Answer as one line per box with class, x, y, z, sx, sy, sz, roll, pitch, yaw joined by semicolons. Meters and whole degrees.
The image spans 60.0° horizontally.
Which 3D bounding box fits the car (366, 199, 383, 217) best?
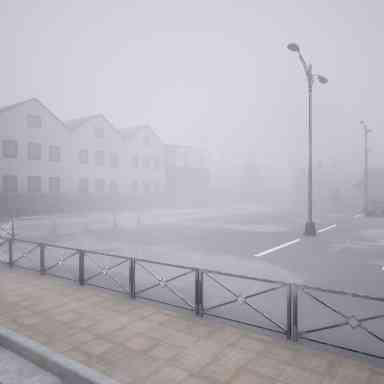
car;15.327;1.298;26.875;2.007;1.523;4.514;0;0;35
